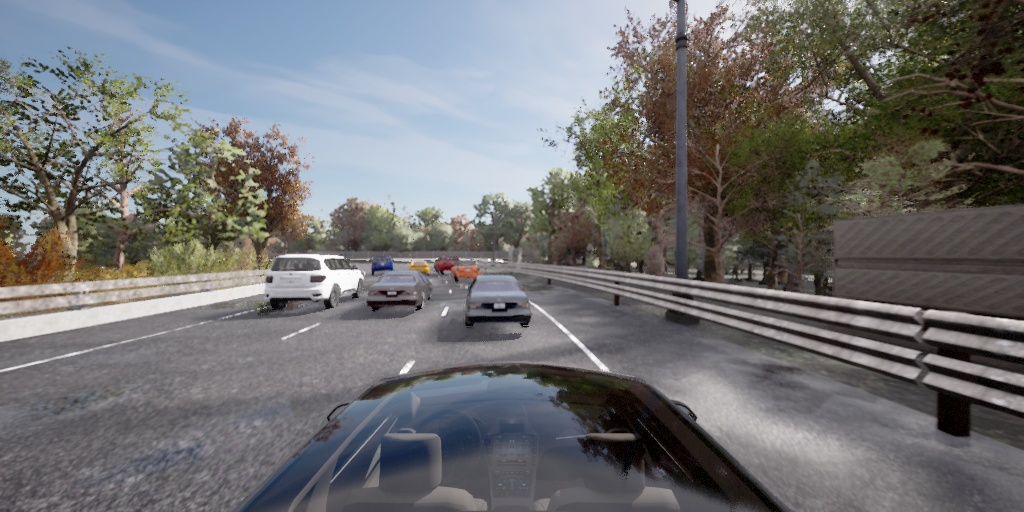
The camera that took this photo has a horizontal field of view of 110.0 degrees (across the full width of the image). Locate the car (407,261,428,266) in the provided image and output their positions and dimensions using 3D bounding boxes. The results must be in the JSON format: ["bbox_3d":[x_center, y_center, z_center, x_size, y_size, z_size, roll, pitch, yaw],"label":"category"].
[{"bbox_3d":[-9.844,1.222,37.411,1.882,1.535,5.008,0,0,-19],"label":"car"}]

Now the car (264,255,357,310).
[{"bbox_3d":[-7.980,0.971,15.002,2.150,2.045,5.566,0,0,-8],"label":"car"}]

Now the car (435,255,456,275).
[{"bbox_3d":[-7.211,0.962,40.083,2.150,2.045,5.566,0,0,-20],"label":"car"}]

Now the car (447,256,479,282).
[{"bbox_3d":[-3.896,1.094,29.612,2.097,1.767,4.553,0,0,-14],"label":"car"}]

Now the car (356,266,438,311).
[{"bbox_3d":[-4.370,1.296,14.528,2.033,1.411,5.357,0,0,-8],"label":"car"}]

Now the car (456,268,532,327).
[{"bbox_3d":[-0.541,1.295,11.495,2.033,1.411,5.357,0,0,-5],"label":"car"}]

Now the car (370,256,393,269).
[{"bbox_3d":[-14.213,0.967,39.215,2.150,2.045,5.566,0,0,-21],"label":"car"}]
